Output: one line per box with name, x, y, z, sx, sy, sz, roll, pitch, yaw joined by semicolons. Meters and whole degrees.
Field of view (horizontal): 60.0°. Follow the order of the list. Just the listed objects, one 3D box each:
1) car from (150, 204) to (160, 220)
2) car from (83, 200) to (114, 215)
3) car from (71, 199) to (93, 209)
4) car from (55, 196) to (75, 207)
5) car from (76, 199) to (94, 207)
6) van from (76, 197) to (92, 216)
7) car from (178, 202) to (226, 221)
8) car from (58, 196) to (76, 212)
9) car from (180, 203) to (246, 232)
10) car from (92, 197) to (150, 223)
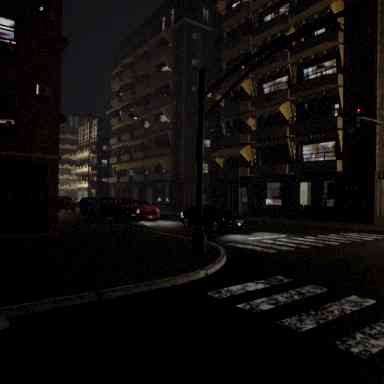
car;-4.549;1.404;28.285;2.097;1.767;4.553;1;-1;-35
car;-10.256;1.650;36.351;1.994;1.385;4.181;1;-1;-35
car;-16.738;1.771;50.608;1.994;1.385;4.181;1;-1;-35
car;-22.458;1.599;58.707;2.097;1.767;4.553;1;-1;-36
car;-18.448;1.867;57.286;1.802;1.307;4.206;1;-1;-35
van;-8.774;1.354;29.980;1.690;1.788;3.998;1;-1;-35
car;0.777;1.686;30.118;1.752;1.417;4.829;1;-1;-35
car;-15.214;1.368;39.083;2.192;1.841;5.009;1;-1;-35
car;1.179;1.527;20.239;1.837;1.490;4.892;1;-1;-36
car;-5.552;1.310;25.429;2.192;1.841;5.009;1;-1;-35
